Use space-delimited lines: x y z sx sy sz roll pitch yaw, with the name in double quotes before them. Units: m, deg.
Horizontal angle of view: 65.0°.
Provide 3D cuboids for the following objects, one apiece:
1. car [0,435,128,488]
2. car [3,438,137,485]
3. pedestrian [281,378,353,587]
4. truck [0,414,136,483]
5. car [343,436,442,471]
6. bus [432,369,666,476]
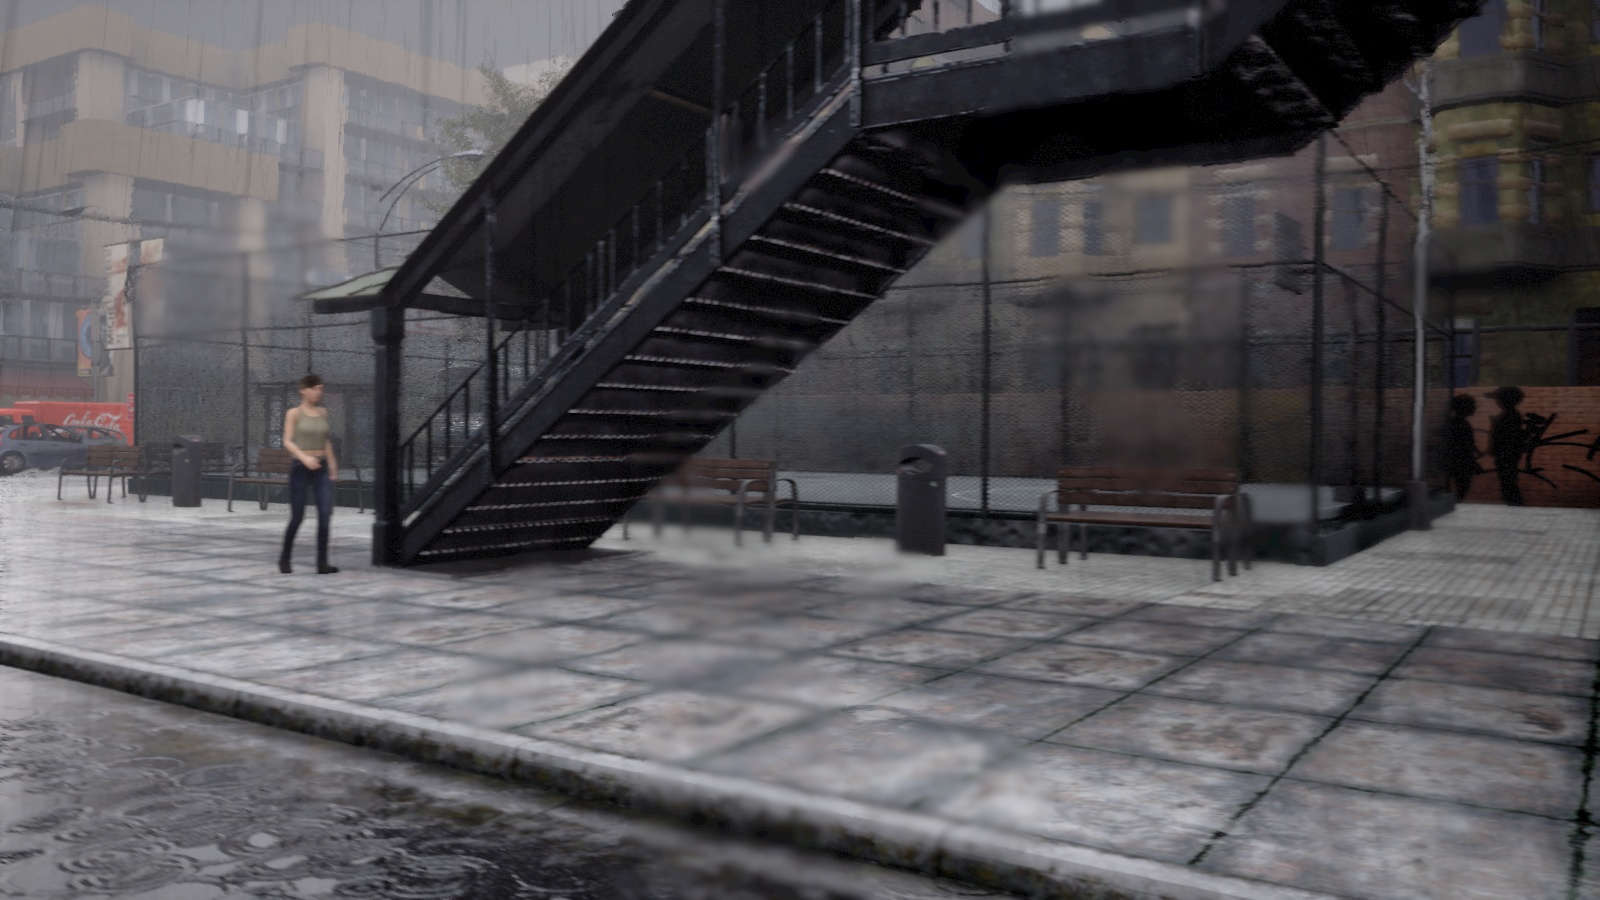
"car" -24.385 0.336 40.870 1.851 1.617 3.988 0 1 33
"car" -25.996 0.379 44.825 1.789 1.549 3.705 0 1 33
"pedestrian" -4.367 0.282 11.353 0.594 1.836 0.345 0 1 41
"truck" -28.430 -0.100 47.490 2.627 2.467 5.204 0 1 33
"car" -18.303 0.138 56.559 1.970 1.475 3.806 0 1 33
"bus" -10.778 -1.264 55.471 3.944 4.253 10.273 0 2 33
